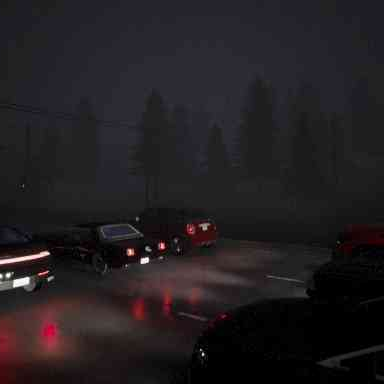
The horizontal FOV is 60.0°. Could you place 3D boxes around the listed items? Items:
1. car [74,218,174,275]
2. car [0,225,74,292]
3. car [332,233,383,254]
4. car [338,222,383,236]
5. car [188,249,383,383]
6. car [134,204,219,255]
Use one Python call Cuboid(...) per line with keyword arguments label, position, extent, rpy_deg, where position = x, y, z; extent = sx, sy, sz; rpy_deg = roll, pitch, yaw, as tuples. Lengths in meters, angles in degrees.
Cuboid(label="car", position=(-3.076, 1.601, 10.474), extent=(4.718, 1.301, 1.895), rpy_deg=(0, 0, 37))
Cuboid(label="car", position=(-5.205, 1.492, 7.698), extent=(4.902, 1.511, 2.128), rpy_deg=(0, 0, 35))
Cuboid(label="car", position=(4.353, 1.601, 5.191), extent=(4.718, 1.301, 1.895), rpy_deg=(0, 0, 35))
Cuboid(label="car", position=(6.413, 1.221, 8.020), extent=(5.566, 2.045, 2.150), rpy_deg=(0, 0, 35))
Cuboid(label="car", position=(2.199, 1.492, 2.408), extent=(4.902, 1.511, 2.128), rpy_deg=(0, 0, 36))
Cuboid(label="car", position=(-1.256, 1.352, 13.480), extent=(4.553, 1.767, 2.097), rpy_deg=(0, 0, 36))
